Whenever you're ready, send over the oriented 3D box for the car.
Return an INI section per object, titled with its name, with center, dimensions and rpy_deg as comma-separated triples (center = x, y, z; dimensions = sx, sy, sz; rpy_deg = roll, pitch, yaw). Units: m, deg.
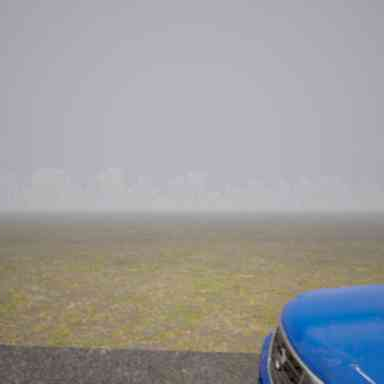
[car]
center = 3.300, 1.218, 2.262
dimensions = 5.566, 2.045, 2.150
rpy_deg = 0, 0, 4
